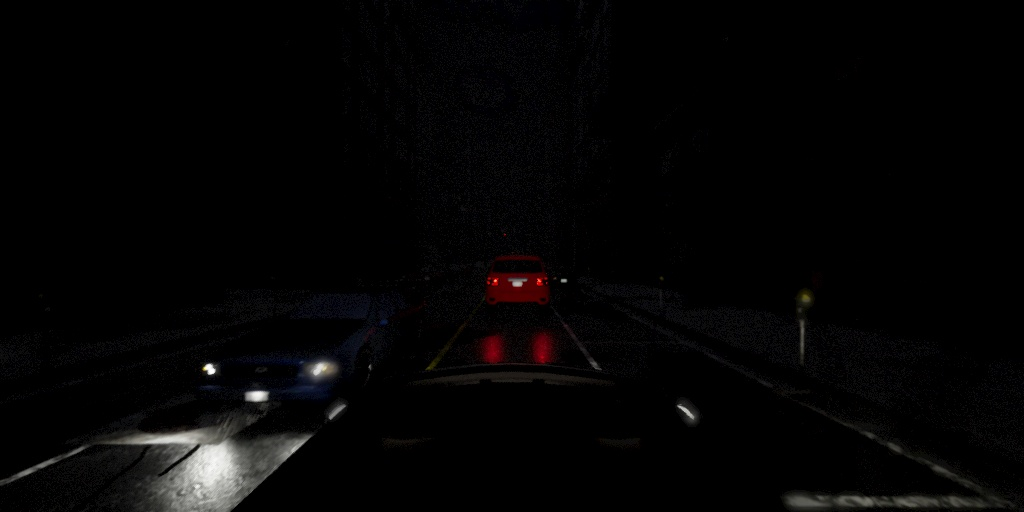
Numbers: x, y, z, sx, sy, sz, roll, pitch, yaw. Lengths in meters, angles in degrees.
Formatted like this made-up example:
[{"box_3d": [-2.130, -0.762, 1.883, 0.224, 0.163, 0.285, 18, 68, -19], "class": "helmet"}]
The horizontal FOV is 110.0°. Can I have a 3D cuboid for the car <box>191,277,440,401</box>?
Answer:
[{"box_3d": [-3.063, 1.326, 7.002, 2.033, 1.411, 5.357, 0, 0, 1], "class": "car"}]

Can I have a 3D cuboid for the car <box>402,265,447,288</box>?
[{"box_3d": [-5.570, 1.307, 22.308, 1.967, 1.591, 4.097, 0, 0, 1], "class": "car"}]

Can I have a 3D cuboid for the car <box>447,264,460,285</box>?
[{"box_3d": [-5.515, 1.465, 27.813, 1.948, 1.339, 4.313, 0, 0, 1], "class": "car"}]

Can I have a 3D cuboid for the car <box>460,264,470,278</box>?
[{"box_3d": [-5.459, 1.483, 33.317, 2.007, 1.370, 4.403, 0, 0, 1], "class": "car"}]

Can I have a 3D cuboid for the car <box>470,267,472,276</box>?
[{"box_3d": [-5.403, 1.510, 38.823, 1.888, 1.381, 4.507, 0, 0, 1], "class": "car"}]

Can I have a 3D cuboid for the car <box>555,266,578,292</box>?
[{"box_3d": [2.955, 1.433, 22.222, 1.948, 1.339, 4.313, 0, 0, 1], "class": "car"}]

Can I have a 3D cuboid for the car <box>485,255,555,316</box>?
[{"box_3d": [0.212, 1.033, 13.904, 2.150, 2.045, 5.566, 0, -1, 1], "class": "car"}]
